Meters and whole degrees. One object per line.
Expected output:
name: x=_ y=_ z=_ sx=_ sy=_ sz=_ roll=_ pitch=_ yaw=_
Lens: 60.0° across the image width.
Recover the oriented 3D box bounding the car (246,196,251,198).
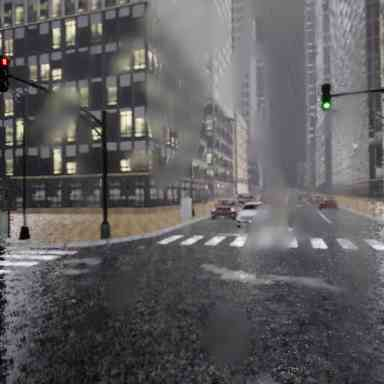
car: x=4.352 y=1.364 z=31.333 sx=1.802 sy=1.307 sz=4.206 roll=0 pitch=1 yaw=16

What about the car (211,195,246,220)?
car: x=2.772 y=1.275 z=25.985 sx=1.967 sy=1.590 sz=4.097 roll=0 pitch=1 yaw=16

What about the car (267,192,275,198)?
car: x=20.154 y=0.822 z=84.795 sx=1.947 sy=1.339 sz=4.313 roll=0 pitch=1 yaw=16

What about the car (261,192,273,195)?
car: x=13.833 y=1.011 z=63.410 sx=1.887 sy=1.381 sz=4.507 roll=0 pitch=1 yaw=16

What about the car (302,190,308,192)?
car: x=28.212 y=0.659 z=82.497 sx=1.887 sy=1.381 sz=4.507 roll=0 pitch=1 yaw=16

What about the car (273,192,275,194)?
car: x=15.414 y=0.964 z=68.756 sx=2.008 sy=1.369 sz=4.403 roll=0 pitch=1 yaw=16

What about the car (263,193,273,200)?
car: x=16.994 y=0.906 z=74.103 sx=1.887 sy=1.381 sz=4.507 roll=0 pitch=1 yaw=16

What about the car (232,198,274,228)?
car: x=3.955 y=1.360 z=20.915 sx=1.812 sy=1.442 sz=4.674 roll=-1 pitch=0 yaw=17

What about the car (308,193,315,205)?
car: x=17.195 y=1.006 z=45.222 sx=1.752 sy=1.417 sz=4.829 roll=0 pitch=1 yaw=16

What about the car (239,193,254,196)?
car: x=5.932 y=1.045 z=36.677 sx=2.192 sy=1.841 sz=5.009 roll=0 pitch=1 yaw=16

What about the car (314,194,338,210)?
car: x=13.984 y=1.169 z=34.362 sx=1.802 sy=1.307 sz=4.206 roll=0 pitch=1 yaw=16

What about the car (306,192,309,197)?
car: x=18.728 y=0.995 z=50.408 sx=1.947 sy=1.339 sz=4.313 roll=0 pitch=1 yaw=16

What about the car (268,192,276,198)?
car: x=21.735 y=0.749 z=90.141 sx=1.887 sy=1.381 sz=4.507 roll=0 pitch=1 yaw=16

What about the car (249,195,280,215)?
car: x=6.698 y=1.290 z=30.182 sx=2.033 sy=1.411 sz=5.357 roll=-1 pitch=0 yaw=16

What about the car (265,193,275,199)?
car: x=18.574 y=0.860 z=79.449 sx=2.008 sy=1.369 sz=4.403 roll=0 pitch=1 yaw=16

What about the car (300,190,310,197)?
car: x=29.793 y=0.377 z=87.843 sx=2.192 sy=1.841 sz=5.009 roll=0 pitch=1 yaw=16

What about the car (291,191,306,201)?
car: x=18.701 y=0.938 z=59.560 sx=2.033 sy=1.411 sz=5.357 roll=-1 pitch=0 yaw=16
